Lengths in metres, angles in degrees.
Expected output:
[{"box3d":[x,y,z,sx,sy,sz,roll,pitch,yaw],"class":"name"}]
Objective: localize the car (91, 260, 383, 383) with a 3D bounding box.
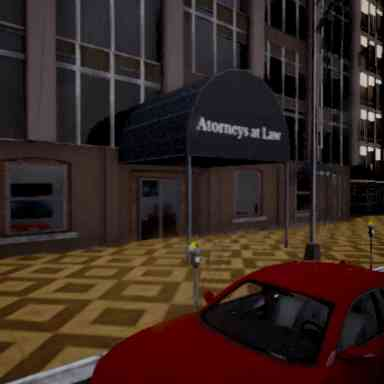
[{"box3d":[1.199,1.503,3.507,4.507,1.381,1.887,0,0,-38],"class":"car"}]
